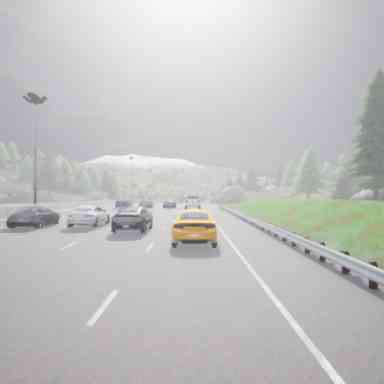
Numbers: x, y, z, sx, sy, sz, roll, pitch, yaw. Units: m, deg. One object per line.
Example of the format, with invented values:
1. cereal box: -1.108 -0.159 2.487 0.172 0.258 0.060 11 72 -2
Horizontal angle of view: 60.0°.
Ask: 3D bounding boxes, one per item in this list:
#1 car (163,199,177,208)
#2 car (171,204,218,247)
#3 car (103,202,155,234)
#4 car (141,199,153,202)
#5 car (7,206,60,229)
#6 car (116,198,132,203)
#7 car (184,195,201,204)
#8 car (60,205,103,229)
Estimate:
1. car: -3.393 1.789 52.021 1.994 1.385 4.181 0 0 0
2. car: 0.101 1.533 15.372 1.882 1.535 5.008 0 0 0
3. car: -3.399 1.563 19.544 2.128 1.511 4.902 0 0 0
4. car: -6.894 1.779 50.938 1.994 1.385 4.181 0 0 0
5. car: -10.396 1.644 22.188 1.994 1.385 4.181 0 0 0
6. car: -10.395 1.692 51.061 1.882 1.535 5.008 0 0 0
7. car: 0.106 1.397 46.454 2.150 2.045 5.566 0 0 0
8. car: -6.897 1.607 22.402 1.812 1.442 4.674 0 0 0
